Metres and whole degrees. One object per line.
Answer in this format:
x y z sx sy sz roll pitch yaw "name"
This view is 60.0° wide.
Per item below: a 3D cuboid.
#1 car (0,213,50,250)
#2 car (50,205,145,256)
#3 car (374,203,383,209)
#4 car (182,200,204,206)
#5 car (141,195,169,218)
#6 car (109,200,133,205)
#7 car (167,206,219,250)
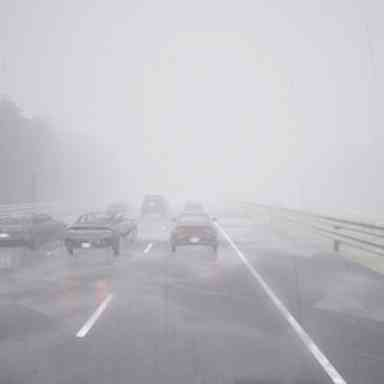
-6.905 1.574 14.275 1.994 1.385 4.181 0 0 0 "car"
-3.403 1.501 13.140 2.128 1.511 4.902 0 0 0 "car"
27.887 1.787 46.591 1.812 1.442 4.674 0 0 -25 "car"
0.096 1.529 31.934 2.128 1.511 4.902 0 0 0 "car"
-3.394 1.258 31.207 2.150 2.045 5.566 0 0 0 "car"
-6.902 1.529 32.043 1.837 1.490 4.892 0 0 0 "car"
0.098 1.536 14.148 1.812 1.442 4.674 0 0 0 "car"
